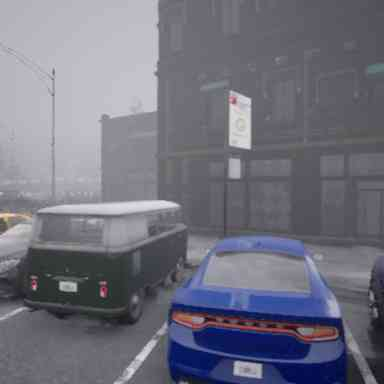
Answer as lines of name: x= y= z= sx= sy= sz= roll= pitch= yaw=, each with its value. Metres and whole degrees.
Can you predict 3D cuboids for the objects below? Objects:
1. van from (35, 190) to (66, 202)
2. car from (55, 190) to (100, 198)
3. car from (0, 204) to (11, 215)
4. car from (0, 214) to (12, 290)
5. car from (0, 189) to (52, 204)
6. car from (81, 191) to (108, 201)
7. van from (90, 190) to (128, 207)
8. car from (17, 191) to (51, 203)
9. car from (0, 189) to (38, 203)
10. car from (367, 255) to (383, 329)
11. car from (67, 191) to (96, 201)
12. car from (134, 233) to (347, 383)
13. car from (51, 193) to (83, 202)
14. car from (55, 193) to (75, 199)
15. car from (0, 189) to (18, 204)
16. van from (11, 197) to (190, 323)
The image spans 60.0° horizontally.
van: x=-23.511 y=0.655 z=55.446 sx=4.442 sy=1.987 sz=1.878 roll=0 pitch=0 yaw=13
car: x=-14.148 y=0.823 z=38.492 sx=5.566 sy=2.045 sz=2.435 roll=1 pitch=1 yaw=13
car: x=-6.394 y=1.352 z=10.236 sx=1.946 sy=1.575 sz=5.366 roll=1 pitch=0 yaw=14
car: x=-3.857 y=1.426 z=8.736 sx=2.002 sy=1.452 sz=4.674 roll=1 pitch=0 yaw=14
car: x=-17.287 y=0.846 z=33.515 sx=5.566 sy=2.045 sz=2.435 roll=1 pitch=1 yaw=13
car: x=-18.471 y=0.718 z=63.045 sx=4.553 sy=1.767 sz=2.185 roll=0 pitch=0 yaw=13
van: x=-10.809 y=0.828 z=43.451 sx=4.442 sy=1.987 sz=1.878 roll=1 pitch=1 yaw=13
car: x=-25.058 y=0.766 z=52.895 sx=4.553 sy=1.767 sz=2.185 roll=0 pitch=0 yaw=13
car: x=-26.633 y=0.652 z=50.342 sx=5.566 sy=2.045 sz=2.435 roll=0 pitch=0 yaw=13
car: x=3.610 y=1.348 z=3.700 sx=2.185 sy=1.767 sz=4.553 roll=1 pitch=0 yaw=14
car: x=-20.100 y=0.730 z=60.491 sx=4.553 sy=1.767 sz=2.185 roll=0 pitch=0 yaw=13
car: x=1.102 y=1.444 z=5.355 sx=2.097 sy=1.535 sz=5.008 roll=0 pitch=0 yaw=14
car: x=-21.768 y=0.869 z=57.973 sx=4.892 sy=1.521 sz=2.231 roll=0 pitch=0 yaw=13
car: x=-15.748 y=1.115 z=35.995 sx=4.792 sy=1.488 sz=2.163 roll=1 pitch=1 yaw=12
car: x=-28.320 y=0.664 z=47.789 sx=5.566 sy=2.045 sz=2.435 roll=0 pitch=0 yaw=13
van: x=-1.349 y=1.190 z=7.162 sx=1.878 sy=1.987 sz=4.442 roll=0 pitch=0 yaw=14
